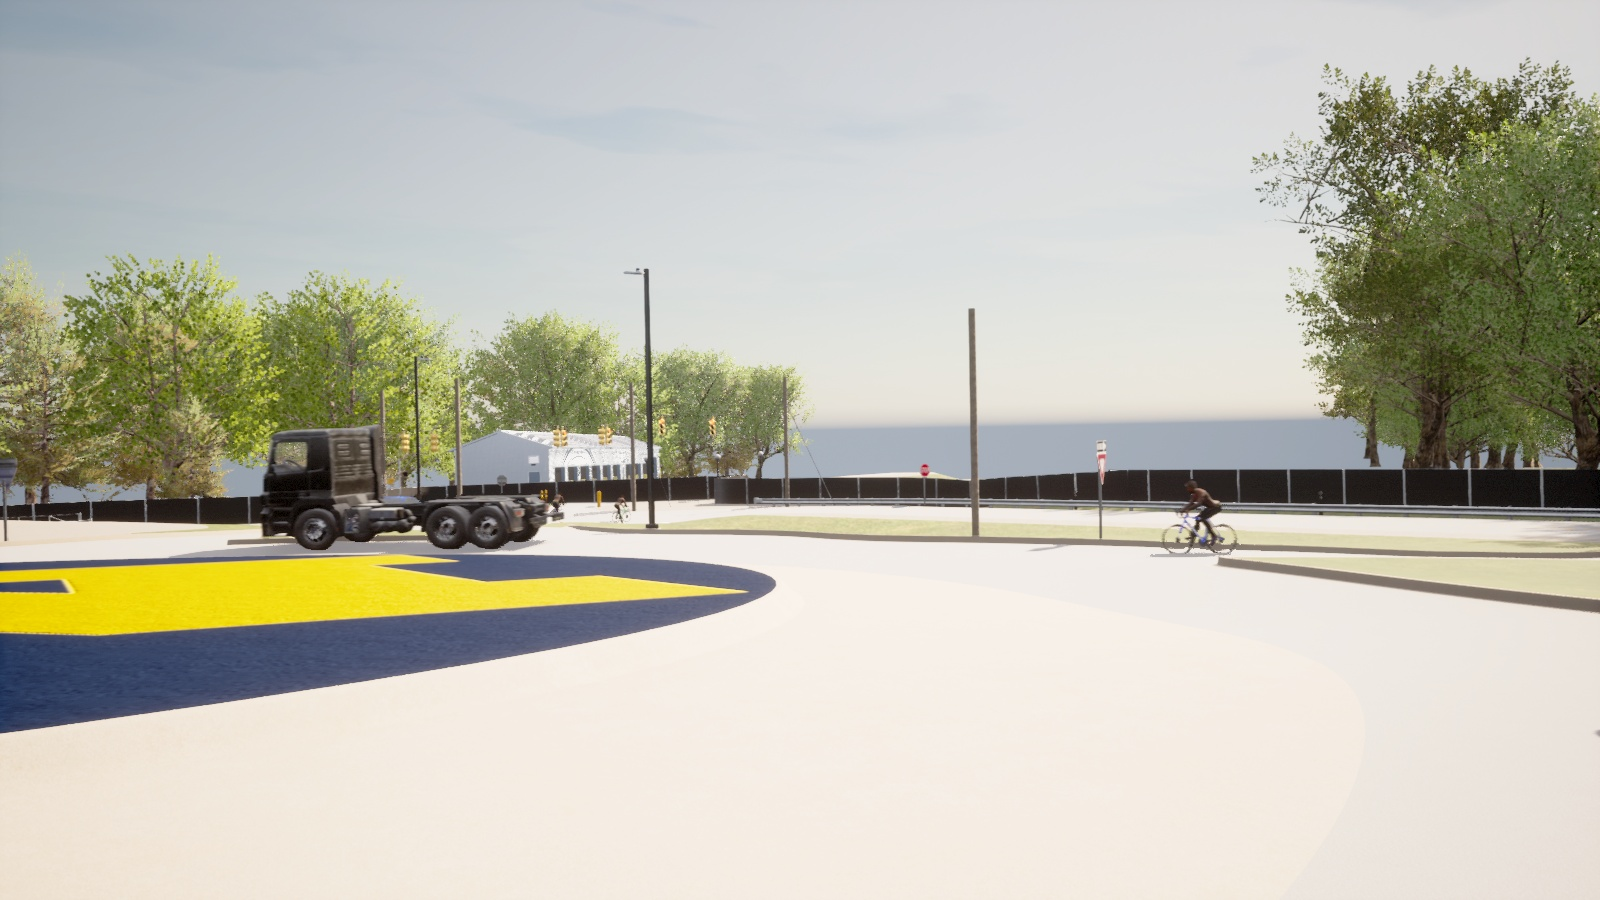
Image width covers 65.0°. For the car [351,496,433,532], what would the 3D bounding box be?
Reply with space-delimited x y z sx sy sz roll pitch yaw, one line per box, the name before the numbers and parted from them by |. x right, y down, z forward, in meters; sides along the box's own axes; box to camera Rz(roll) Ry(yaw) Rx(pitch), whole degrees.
car | -19.289 3.026 59.679 1.882 1.535 5.008 -2 -2 5

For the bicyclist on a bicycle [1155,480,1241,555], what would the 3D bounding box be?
bicyclist on a bicycle | 8.698 1.469 27.453 1.656 1.620 0.582 -1 -2 -1

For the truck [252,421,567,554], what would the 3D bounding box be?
truck | -10.926 1.032 35.486 7.936 3.462 2.891 -1 1 8
